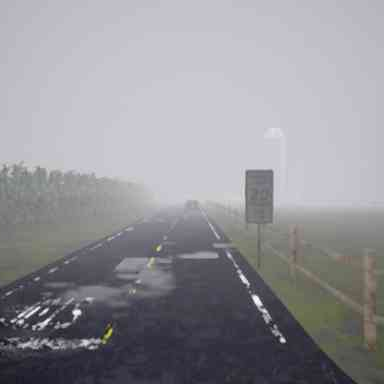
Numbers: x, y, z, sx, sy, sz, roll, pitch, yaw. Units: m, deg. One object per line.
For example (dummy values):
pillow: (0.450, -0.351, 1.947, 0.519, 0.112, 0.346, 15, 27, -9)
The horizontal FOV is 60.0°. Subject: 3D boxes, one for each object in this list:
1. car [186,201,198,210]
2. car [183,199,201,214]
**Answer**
car: (-0.007, 2.004, 51.121, 1.895, 1.301, 4.718, 0, 0, 0)
car: (0.052, 1.670, 41.070, 2.097, 1.767, 4.553, 0, 0, 0)
